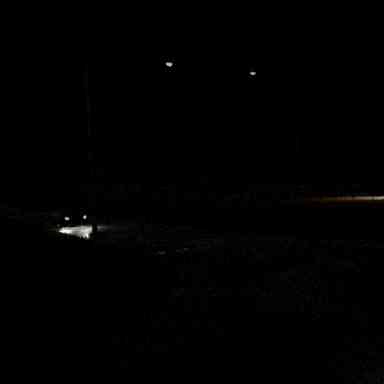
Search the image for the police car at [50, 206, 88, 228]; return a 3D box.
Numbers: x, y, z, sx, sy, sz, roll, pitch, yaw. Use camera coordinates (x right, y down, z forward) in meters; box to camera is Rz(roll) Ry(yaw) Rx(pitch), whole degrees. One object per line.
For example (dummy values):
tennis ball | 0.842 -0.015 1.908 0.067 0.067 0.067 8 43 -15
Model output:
police car | -10.207 2.002 27.477 2.038 1.542 4.974 -3 1 -36
